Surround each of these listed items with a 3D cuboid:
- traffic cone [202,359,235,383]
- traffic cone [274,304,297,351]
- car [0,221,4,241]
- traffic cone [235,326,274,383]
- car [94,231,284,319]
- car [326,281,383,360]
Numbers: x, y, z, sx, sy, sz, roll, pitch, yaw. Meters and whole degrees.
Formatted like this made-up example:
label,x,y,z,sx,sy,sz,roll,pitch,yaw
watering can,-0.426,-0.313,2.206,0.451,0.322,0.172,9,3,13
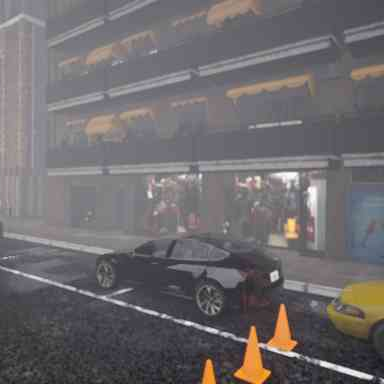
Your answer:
label,x,y,z,sx,sy,sz,roll,pitch,yaw
traffic cone,0.160,1.936,3.246,0.340,0.580,0.340,1,0,35
traffic cone,1.322,1.936,4.874,0.340,0.580,0.340,1,0,35
car,-9.416,1.364,13.719,4.403,1.369,2.008,1,0,35
traffic cone,0.741,1.936,4.060,0.340,0.580,0.340,1,0,35
car,-0.219,1.515,7.160,4.313,1.339,1.947,1,0,35
car,4.242,1.542,3.978,4.829,1.417,1.752,1,0,35
